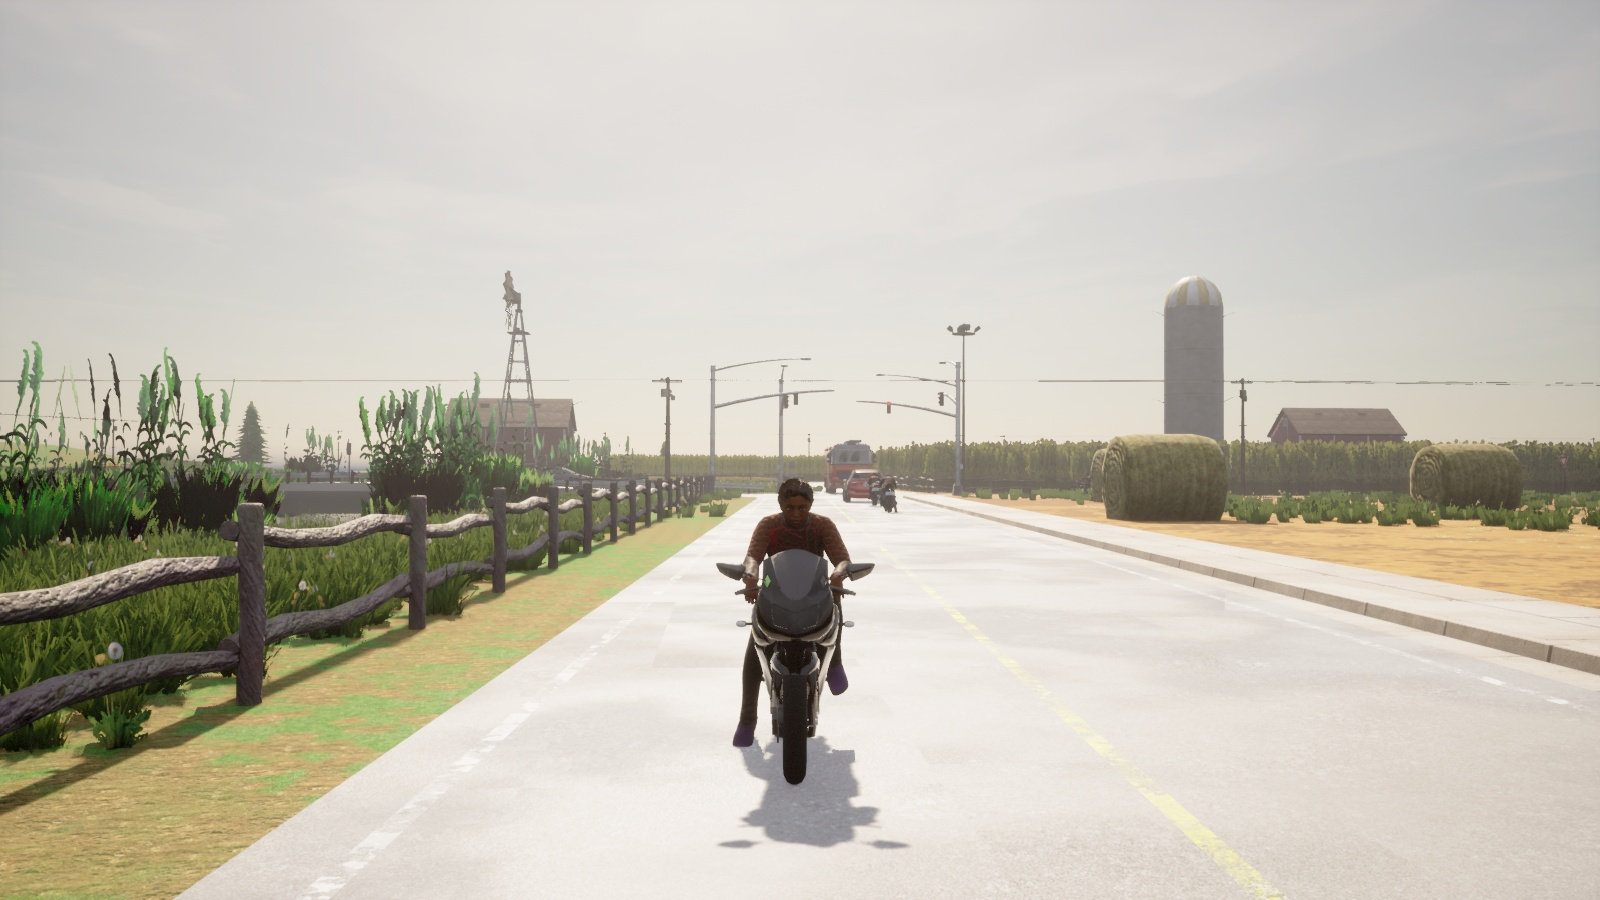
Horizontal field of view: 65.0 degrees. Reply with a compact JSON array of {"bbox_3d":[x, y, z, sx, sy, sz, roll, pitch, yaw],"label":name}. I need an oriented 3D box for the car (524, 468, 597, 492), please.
[{"bbox_3d":[-15.365,1.918,80.726,4.181,1.385,1.994,2,-1,3],"label":"car"}]

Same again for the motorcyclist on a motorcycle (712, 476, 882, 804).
[{"bbox_3d":[-0.018,0.913,6.928,0.797,1.523,2.044,0,-1,0],"label":"motorcyclist on a motorcycle"}]

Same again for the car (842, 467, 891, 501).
[{"bbox_3d":[3.340,1.719,64.063,2.242,1.667,4.611,0,-1,0],"label":"car"}]

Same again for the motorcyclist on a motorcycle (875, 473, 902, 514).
[{"bbox_3d":[3.378,1.640,47.979,0.866,1.530,2.191,0,-1,0],"label":"motorcyclist on a motorcycle"}]

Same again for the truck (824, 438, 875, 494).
[{"bbox_3d":[3.434,1.179,90.016,2.891,3.827,8.468,0,-1,-3],"label":"truck"}]

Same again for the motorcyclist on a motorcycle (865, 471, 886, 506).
[{"bbox_3d":[3.357,1.726,56.252,0.797,1.523,2.044,0,-1,0],"label":"motorcyclist on a motorcycle"}]
